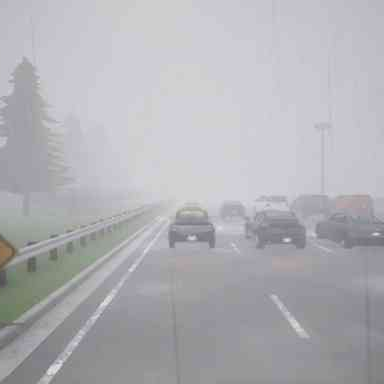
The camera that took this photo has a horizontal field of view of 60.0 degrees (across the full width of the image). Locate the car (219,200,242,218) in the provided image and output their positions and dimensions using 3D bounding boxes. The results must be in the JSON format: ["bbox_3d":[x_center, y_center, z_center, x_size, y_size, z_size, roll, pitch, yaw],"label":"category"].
[{"bbox_3d":[3.500,1.485,29.650,1.882,1.535,5.008,0,0,0],"label":"car"}]

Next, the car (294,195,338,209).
[{"bbox_3d":[10.500,1.258,29.680,2.150,2.045,5.566,0,0,0],"label":"car"}]

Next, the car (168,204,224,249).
[{"bbox_3d":[0.000,1.495,14.650,2.128,1.511,4.902,0,0,0],"label":"car"}]

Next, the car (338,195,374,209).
[{"bbox_3d":[14.000,1.258,29.680,2.150,2.045,5.566,0,0,0],"label":"car"}]

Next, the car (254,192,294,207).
[{"bbox_3d":[7.000,1.258,29.680,2.150,2.045,5.566,0,0,0],"label":"car"}]

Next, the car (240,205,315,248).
[{"bbox_3d":[3.500,1.517,14.650,1.837,1.490,4.892,0,0,0],"label":"car"}]

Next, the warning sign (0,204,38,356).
[{"bbox_3d":[-3.050,1.114,4.649,1.300,1.860,1.060,0,0,0],"label":"warning sign"}]

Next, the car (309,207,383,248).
[{"bbox_3d":[7.000,1.573,14.650,1.994,1.385,4.181,0,0,0],"label":"car"}]

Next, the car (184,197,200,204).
[{"bbox_3d":[0.000,1.485,29.650,1.882,1.535,5.008,0,0,0],"label":"car"}]
